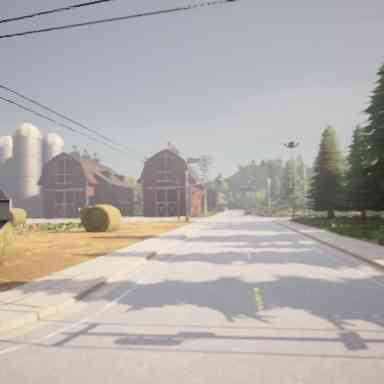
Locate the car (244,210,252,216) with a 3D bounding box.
[{"bbox_3d":[13.822,5.145,82.515,1.812,1.442,4.674,-2,-3,8],"label":"car"}]
